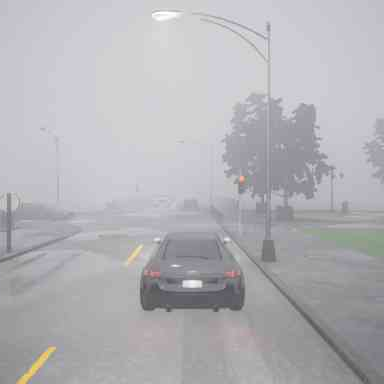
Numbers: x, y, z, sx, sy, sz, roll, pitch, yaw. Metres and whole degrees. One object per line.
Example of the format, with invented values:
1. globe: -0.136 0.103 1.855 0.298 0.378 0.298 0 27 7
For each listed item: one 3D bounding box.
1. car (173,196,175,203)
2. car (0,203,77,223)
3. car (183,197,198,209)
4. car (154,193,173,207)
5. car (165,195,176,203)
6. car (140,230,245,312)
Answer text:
1. car: -4.537 1.547 61.247 2.033 1.411 5.357 0 0 0
2. car: -11.702 1.548 25.394 5.357 1.411 2.033 0 0 5
3. car: -0.211 1.477 44.715 1.882 1.535 5.008 0 0 -1
4. car: -4.495 1.221 50.995 2.150 2.045 5.566 0 0 -1
5. car: -4.554 1.525 71.489 2.128 1.511 4.902 0 0 0
6. car: 0.004 1.564 7.779 1.994 1.385 4.181 0 0 0
